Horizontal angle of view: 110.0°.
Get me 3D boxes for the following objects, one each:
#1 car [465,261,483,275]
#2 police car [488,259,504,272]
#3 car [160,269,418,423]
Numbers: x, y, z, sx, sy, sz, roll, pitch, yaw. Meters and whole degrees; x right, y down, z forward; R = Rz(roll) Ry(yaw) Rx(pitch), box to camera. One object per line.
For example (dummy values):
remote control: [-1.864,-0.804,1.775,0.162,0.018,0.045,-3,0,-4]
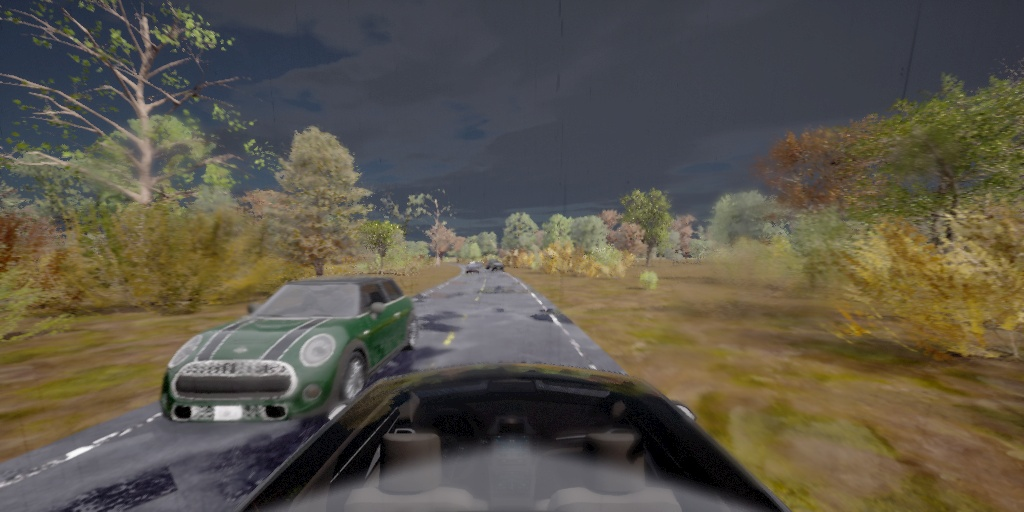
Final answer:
car: [-5.317,1.758,48.838,2.033,1.411,5.357,0,-1,-5]
police car: [-2.428,1.727,59.213,1.930,1.638,5.238,0,-1,-7]
car: [-3.144,1.152,6.191,2.097,1.767,4.553,0,-1,-1]
